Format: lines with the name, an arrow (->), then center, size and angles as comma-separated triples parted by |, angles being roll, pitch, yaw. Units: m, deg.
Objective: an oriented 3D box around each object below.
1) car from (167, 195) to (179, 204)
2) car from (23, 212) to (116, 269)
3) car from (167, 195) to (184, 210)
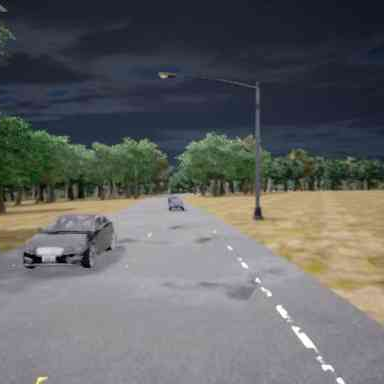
car -> -3.615, 1.344, 63.331 | 2.128, 1.511, 4.902 | 0, 0, -4
car -> -3.821, 1.468, 11.135 | 2.128, 1.511, 4.902 | 0, 0, -2
car -> -1.991, 1.492, 41.790 | 2.033, 1.411, 5.357 | 0, 0, -4
